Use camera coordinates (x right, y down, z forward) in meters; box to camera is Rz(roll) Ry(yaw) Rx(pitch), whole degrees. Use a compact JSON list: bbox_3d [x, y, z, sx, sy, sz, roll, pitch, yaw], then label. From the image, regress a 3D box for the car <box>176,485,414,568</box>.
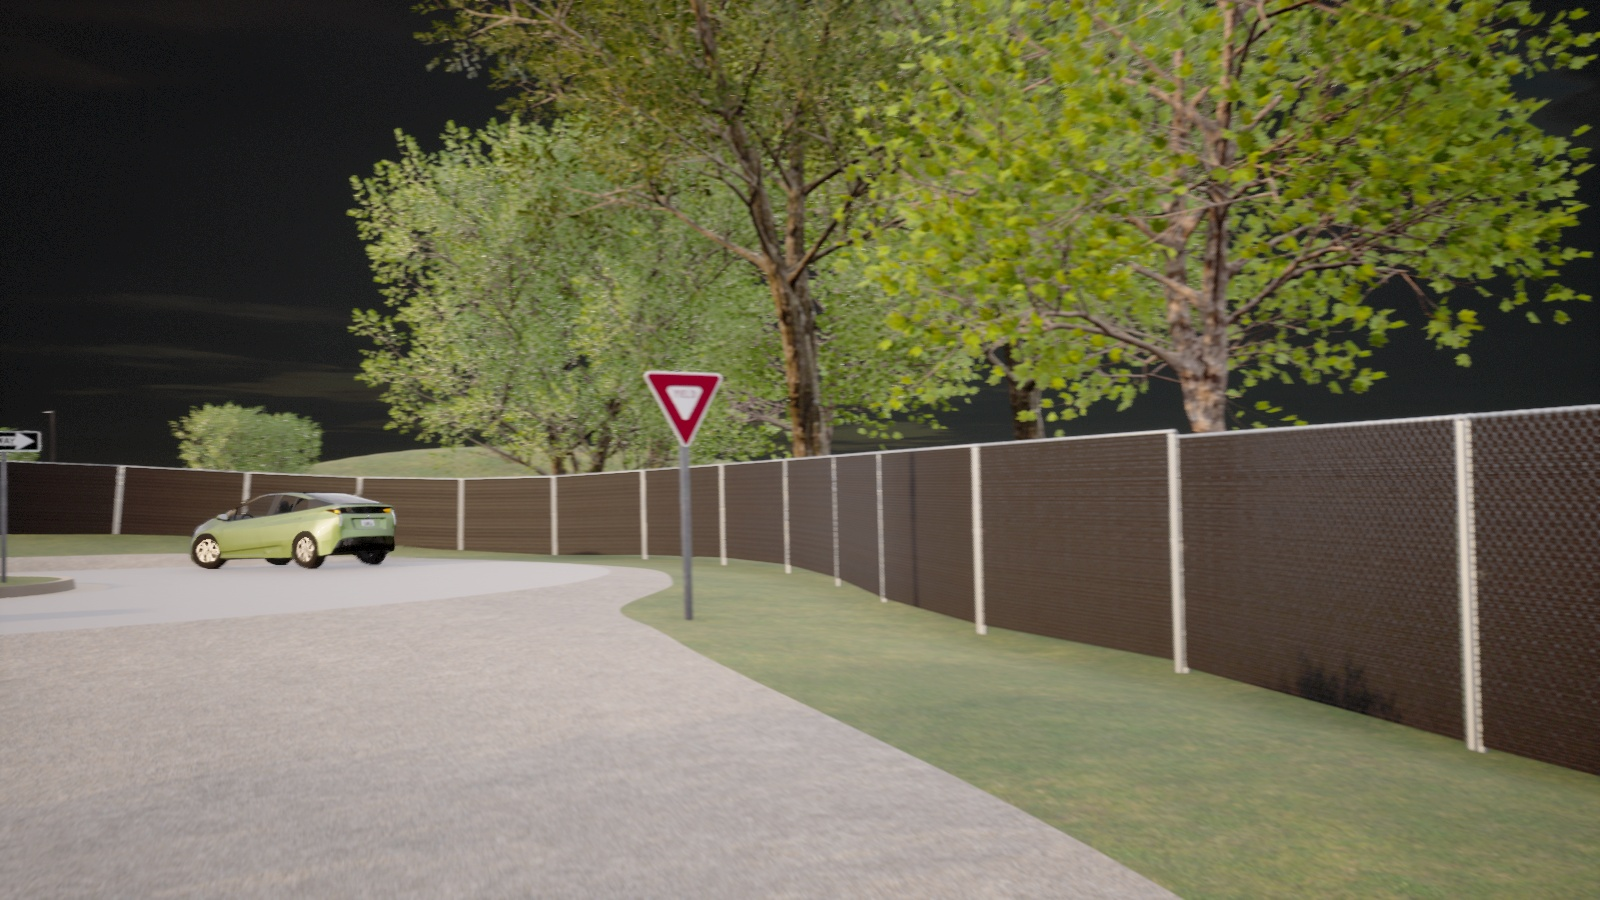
[{"bbox_3d":[-10.213,1.558,25.347,4.514,1.525,2.007,-3,-3,28],"label":"car"}]
